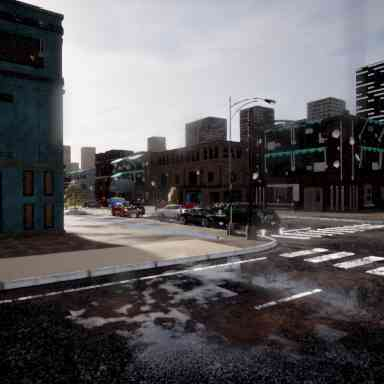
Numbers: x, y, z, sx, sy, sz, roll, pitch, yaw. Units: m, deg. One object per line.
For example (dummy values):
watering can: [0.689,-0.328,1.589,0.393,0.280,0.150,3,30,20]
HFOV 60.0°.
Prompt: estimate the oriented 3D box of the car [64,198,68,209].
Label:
car: [-23.105,2.232,58.403,1.752,1.417,4.829,-1,0,-35]

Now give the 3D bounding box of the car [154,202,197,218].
car: [-1.411,1.909,32.301,1.895,1.301,4.718,-1,0,-35]

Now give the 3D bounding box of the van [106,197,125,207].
van: [-13.171,1.907,58.875,1.690,1.788,3.998,-1,0,-35]

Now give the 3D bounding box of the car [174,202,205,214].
car: [-0.360,1.903,40.814,1.802,1.307,4.206,-2,0,-35]

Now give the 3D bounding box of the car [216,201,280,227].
car: [4.209,1.547,24.257,2.097,1.767,4.553,-1,0,-34]

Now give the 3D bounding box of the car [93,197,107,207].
car: [-16.373,1.939,63.390,2.192,1.841,5.009,-1,0,-35]

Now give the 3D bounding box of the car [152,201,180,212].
car: [-3.560,1.966,45.329,1.802,1.307,4.206,-2,0,-35]

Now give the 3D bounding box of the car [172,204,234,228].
car: [0.732,1.814,24.575,1.947,1.339,4.313,-1,0,-35]

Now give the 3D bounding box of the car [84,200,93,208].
car: [-19.309,2.230,63.075,1.994,1.385,4.181,-1,0,-35]

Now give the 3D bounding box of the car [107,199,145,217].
car: [-7.198,1.846,35.965,1.967,1.590,4.097,-1,0,-35]

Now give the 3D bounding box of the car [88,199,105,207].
car: [-19.569,2.227,67.905,1.887,1.381,4.507,-1,0,-35]
